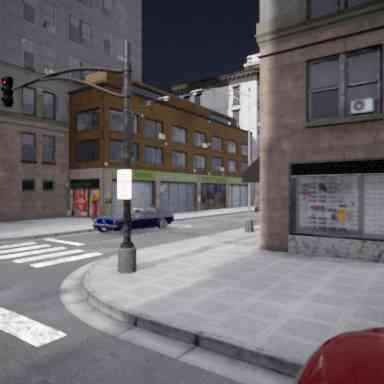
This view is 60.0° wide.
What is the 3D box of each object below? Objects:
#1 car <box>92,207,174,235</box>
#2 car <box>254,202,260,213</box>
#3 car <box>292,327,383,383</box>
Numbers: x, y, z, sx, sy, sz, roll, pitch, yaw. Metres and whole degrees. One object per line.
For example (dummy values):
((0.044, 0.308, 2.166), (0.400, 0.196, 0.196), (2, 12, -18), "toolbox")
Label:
((-3.133, 1.527, 18.392), (1.895, 1.301, 4.718), (0, 0, 35), "car")
((7.953, 1.409, 34.106), (1.994, 1.385, 4.181), (0, 0, 35), "car")
((2.710, 1.316, 0.891), (5.009, 1.841, 2.192), (0, 0, 35), "car")
